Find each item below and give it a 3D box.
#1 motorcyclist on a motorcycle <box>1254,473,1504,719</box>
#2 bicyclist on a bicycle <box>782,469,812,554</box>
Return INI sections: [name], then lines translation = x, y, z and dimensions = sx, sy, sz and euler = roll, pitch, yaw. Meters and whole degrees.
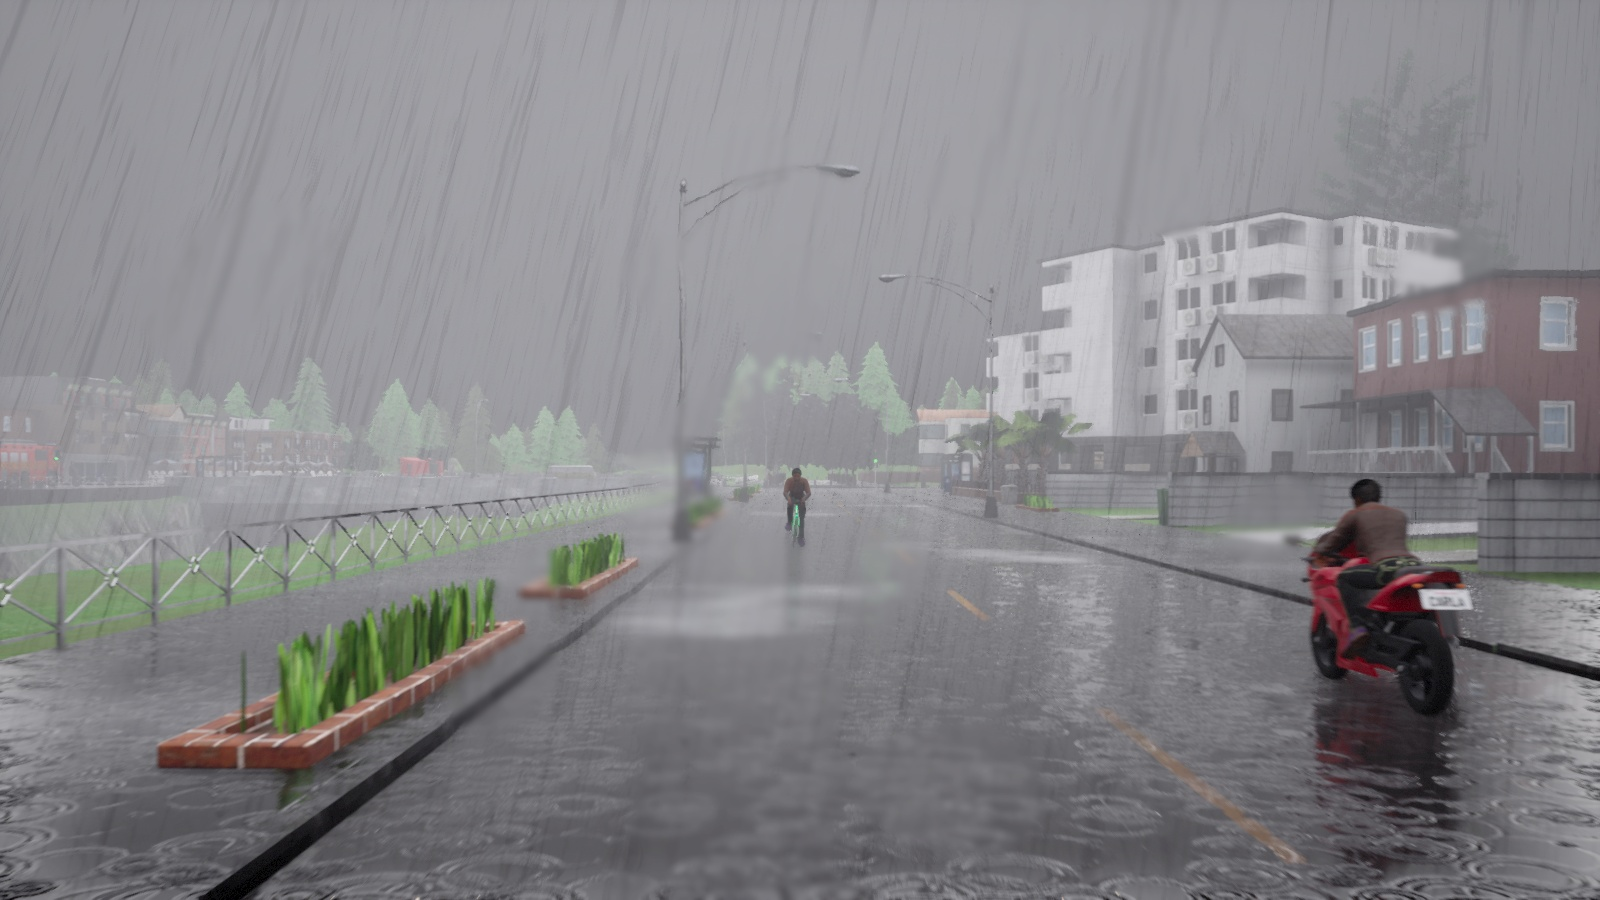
[motorcyclist on a motorcycle]
translation = 3.979, 0.929, 8.847
dimensions = 0.797, 1.523, 2.044
euler = 0, -1, 0
[bicyclist on a bicycle]
translation = -0.058, 1.185, 24.926
dimensions = 0.582, 1.620, 1.656
euler = 0, -1, 0
